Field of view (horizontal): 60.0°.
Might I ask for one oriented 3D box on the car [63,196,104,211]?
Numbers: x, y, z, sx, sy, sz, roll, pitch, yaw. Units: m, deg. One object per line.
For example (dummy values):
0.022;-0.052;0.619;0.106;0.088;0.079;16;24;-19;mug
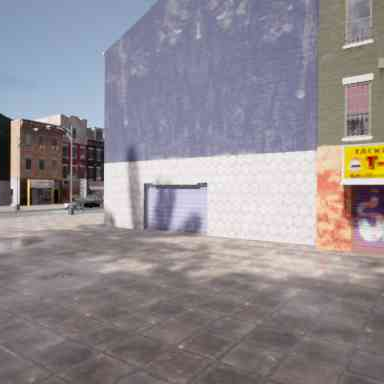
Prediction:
-11.418;1.154;35.806;2.128;1.511;4.902;1;1;36;car
